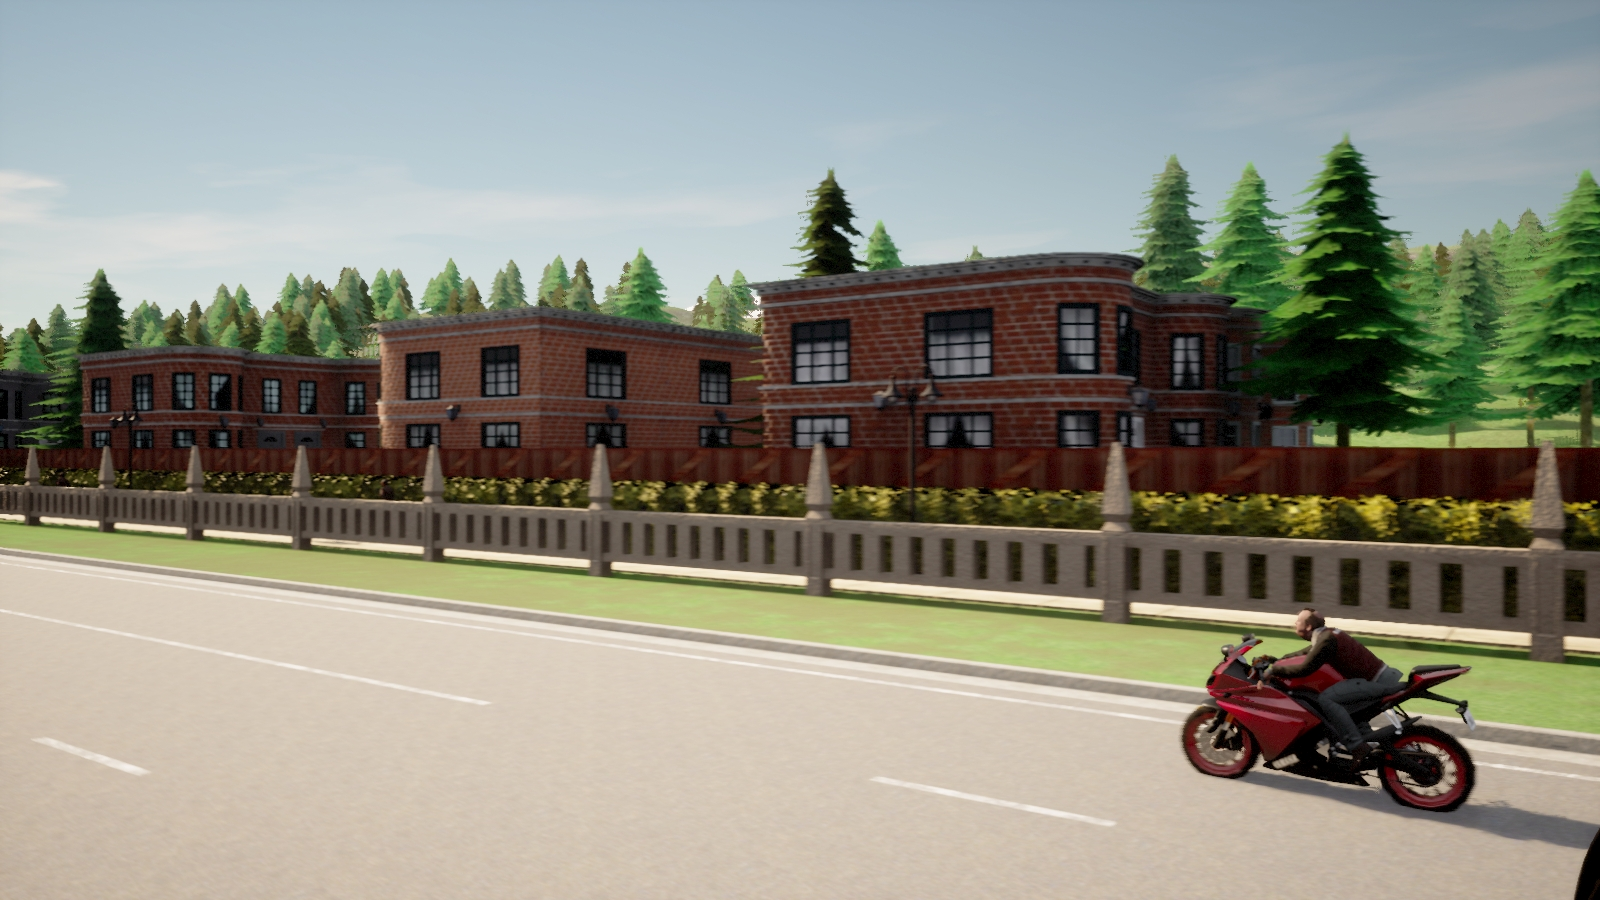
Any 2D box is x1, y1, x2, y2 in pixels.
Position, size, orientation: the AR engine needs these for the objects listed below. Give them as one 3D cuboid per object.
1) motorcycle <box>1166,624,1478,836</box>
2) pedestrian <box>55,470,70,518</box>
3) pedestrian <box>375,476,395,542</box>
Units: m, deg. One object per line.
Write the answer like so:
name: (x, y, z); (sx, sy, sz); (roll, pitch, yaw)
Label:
motorcycle: (4.239, 2.205, 9.362); (2.209, 1.251, 0.867); (0, 0, 35)
pedestrian: (-28.642, 1.697, 44.391); (0.375, 1.860, 0.375); (0, 0, 36)
pedestrian: (-11.984, 1.698, 33.006); (0.375, 1.860, 0.375); (0, 0, 32)
